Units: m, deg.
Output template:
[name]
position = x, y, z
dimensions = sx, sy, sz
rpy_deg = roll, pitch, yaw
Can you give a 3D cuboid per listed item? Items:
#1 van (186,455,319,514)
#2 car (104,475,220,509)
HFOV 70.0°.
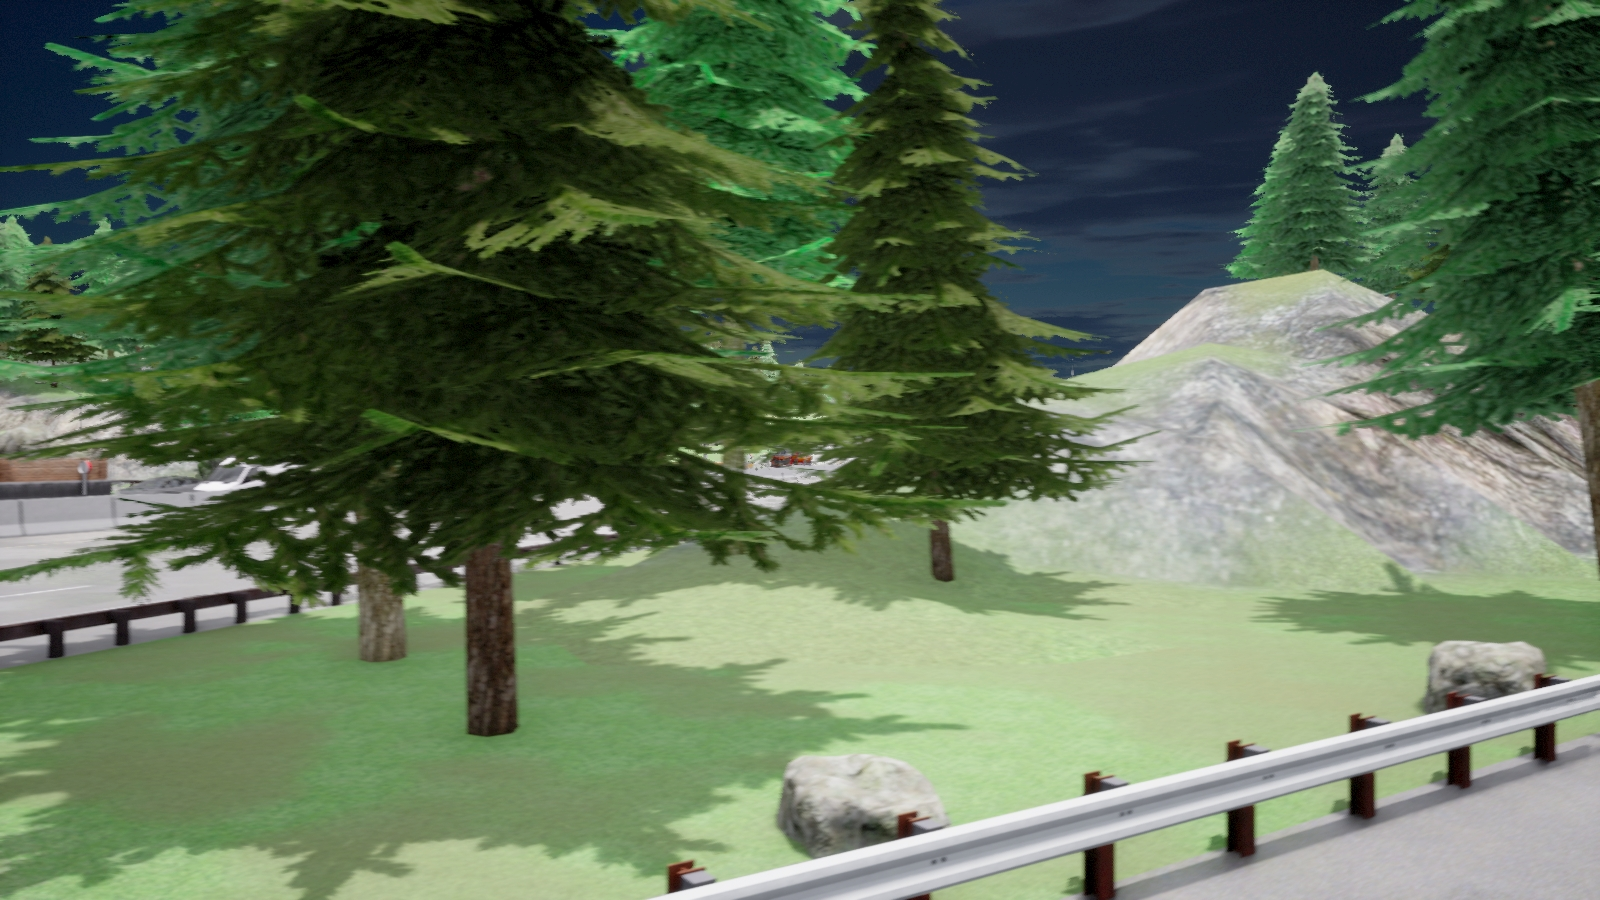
[van]
position = -25.169, 1.524, 52.821
dimensions = 1.988, 2.561, 5.915
rpy_deg = 0, 0, 18
[car]
position = -31.395, 2.051, 56.412
dimensions = 2.163, 1.488, 4.792
rpy_deg = 0, 0, 18
